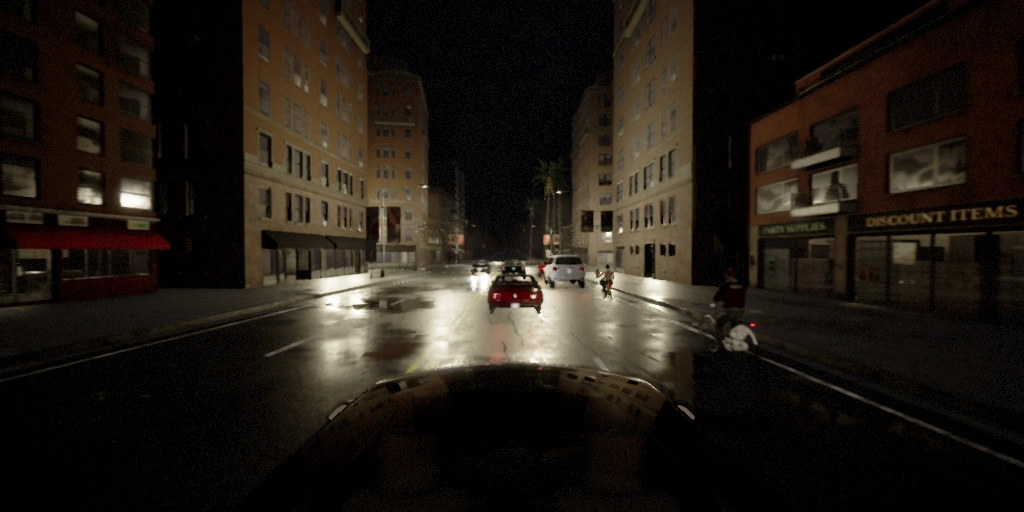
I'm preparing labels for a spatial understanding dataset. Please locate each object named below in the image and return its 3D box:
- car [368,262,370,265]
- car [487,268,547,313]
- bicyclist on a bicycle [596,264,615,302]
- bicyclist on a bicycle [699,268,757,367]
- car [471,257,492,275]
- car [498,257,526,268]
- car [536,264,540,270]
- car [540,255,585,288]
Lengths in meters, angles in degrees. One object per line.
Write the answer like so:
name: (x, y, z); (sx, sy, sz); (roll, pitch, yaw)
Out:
car: (-23.839, 0.768, 53.352); (5.009, 1.841, 2.192); (0, 0, -9)
car: (0.112, 1.330, 13.909); (1.895, 1.301, 4.718); (0, 0, 0)
bicyclist on a bicycle: (4.183, 1.164, 15.845); (0.866, 1.612, 1.509); (0, 1, -1)
bicyclist on a bicycle: (4.148, 1.112, 7.022); (0.659, 1.776, 1.843); (0, 0, 0)
car: (-3.216, 1.195, 38.316); (2.128, 1.511, 4.902); (0, 0, 0)
car: (0.128, 1.063, 31.429); (2.097, 1.767, 4.553); (0, 0, 0)
car: (3.284, 1.235, 33.570); (1.812, 1.442, 4.674); (0, 0, 0)
car: (3.360, 0.941, 23.740); (2.150, 2.045, 5.566); (0, 0, 0)
